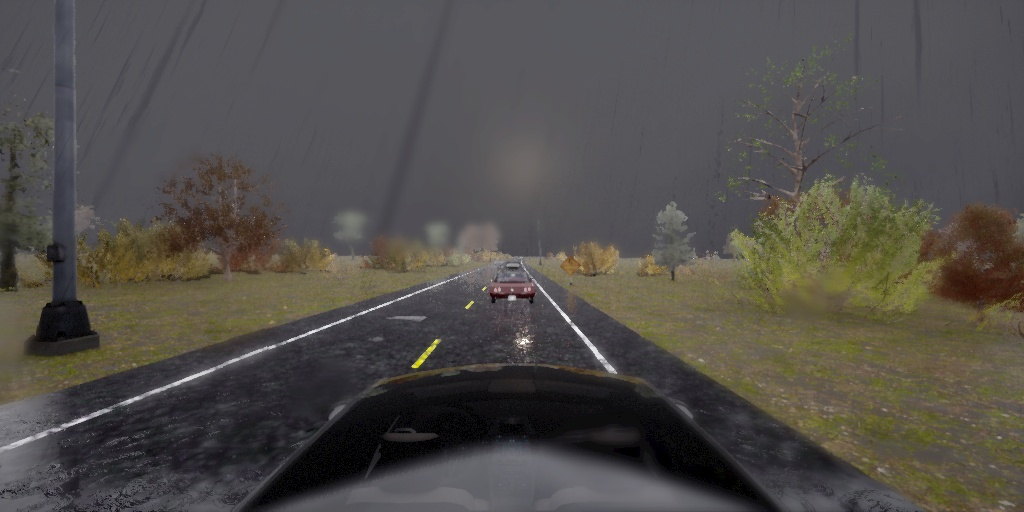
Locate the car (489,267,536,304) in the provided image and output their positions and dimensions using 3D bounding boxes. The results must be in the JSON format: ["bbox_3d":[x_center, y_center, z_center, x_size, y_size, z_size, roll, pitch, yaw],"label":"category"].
[{"bbox_3d":[0.023,1.374,16.511,1.895,1.301,4.718,0,0,0],"label":"car"}]

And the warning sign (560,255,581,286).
[{"bbox_3d":[3.592,0.875,21.861,1.300,1.860,1.060,0,0,0],"label":"warning sign"}]

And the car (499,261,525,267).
[{"bbox_3d":[0.090,1.283,31.478,1.837,1.490,4.892,0,0,0],"label":"car"}]
